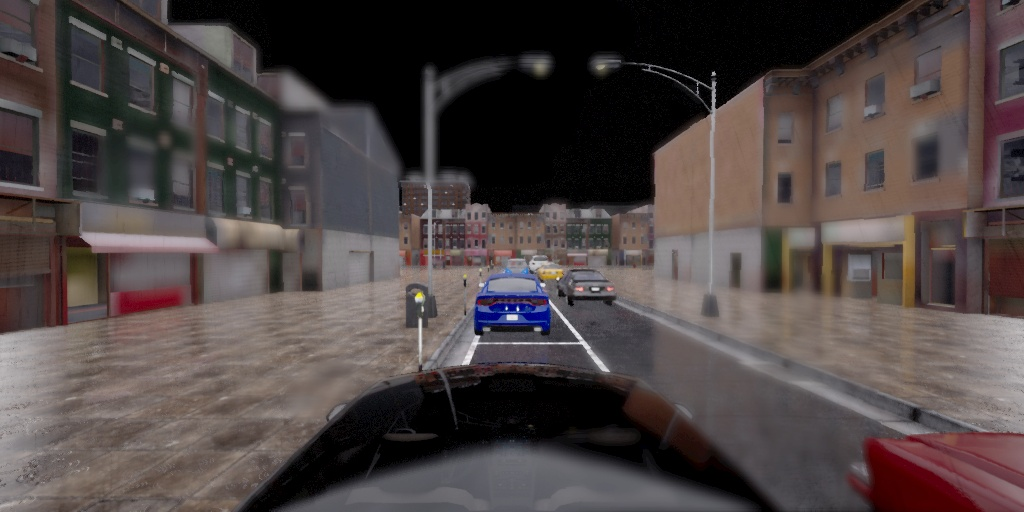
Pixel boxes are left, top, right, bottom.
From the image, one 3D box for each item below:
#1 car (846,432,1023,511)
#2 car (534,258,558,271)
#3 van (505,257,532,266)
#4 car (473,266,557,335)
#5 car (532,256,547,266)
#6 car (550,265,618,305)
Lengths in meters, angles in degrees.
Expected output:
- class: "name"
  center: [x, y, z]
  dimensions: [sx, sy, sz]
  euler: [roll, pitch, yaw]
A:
- class: "car"
  center: [3.121, 1.351, 0.155]
  dimensions: [1.895, 1.301, 4.718]
  euler: [0, 0, 0]
- class: "car"
  center: [3.022, 1.211, 28.643]
  dimensions: [1.801, 1.575, 5.366]
  euler: [0, 0, 0]
- class: "van"
  center: [0.382, 1.095, 27.349]
  dimensions: [1.690, 1.789, 3.998]
  euler: [0, 0, 0]
- class: "car"
  center: [0.006, 1.227, 10.501]
  dimensions: [1.882, 1.535, 5.008]
  euler: [0, 0, 0]
- class: "car"
  center: [3.118, 0.987, 41.819]
  dimensions: [2.150, 2.045, 5.566]
  euler: [0, 0, 0]
- class: "car"
  center: [3.122, 1.297, 15.911]
  dimensions: [2.033, 1.411, 5.357]
  euler: [0, 0, 0]
